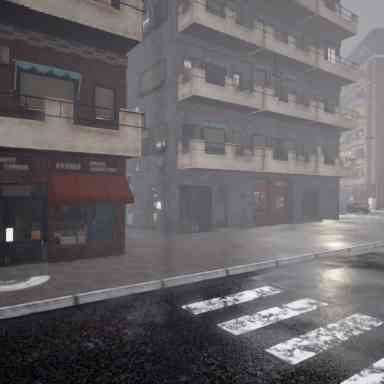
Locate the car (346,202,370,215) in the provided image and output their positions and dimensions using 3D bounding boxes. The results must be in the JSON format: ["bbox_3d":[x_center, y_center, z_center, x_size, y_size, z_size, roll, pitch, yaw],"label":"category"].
[{"bbox_3d":[17.896,1.779,36.885,1.895,1.301,4.718,0,0,5],"label":"car"}]
